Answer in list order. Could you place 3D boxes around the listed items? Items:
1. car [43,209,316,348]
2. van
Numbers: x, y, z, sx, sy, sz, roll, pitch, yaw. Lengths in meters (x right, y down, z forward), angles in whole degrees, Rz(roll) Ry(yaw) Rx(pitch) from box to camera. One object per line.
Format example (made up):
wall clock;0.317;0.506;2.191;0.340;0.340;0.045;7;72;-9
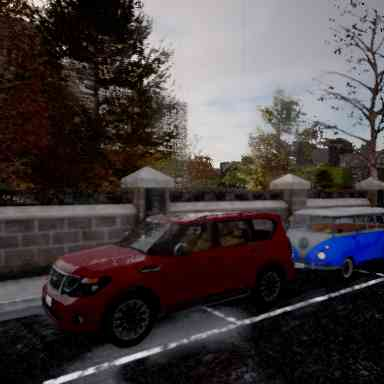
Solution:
car;-0.108;1.321;6.483;5.009;1.841;2.192;0;0;-36
van;4.476;1.356;9.753;3.998;1.788;1.690;0;0;-36
